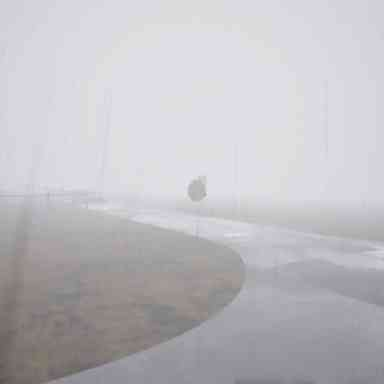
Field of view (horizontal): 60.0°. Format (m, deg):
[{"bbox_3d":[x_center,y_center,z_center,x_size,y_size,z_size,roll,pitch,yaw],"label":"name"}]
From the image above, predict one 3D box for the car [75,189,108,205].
[{"bbox_3d":[-9.745,0.443,31.552,2.033,1.411,5.357,2,1,-35],"label":"car"}]
